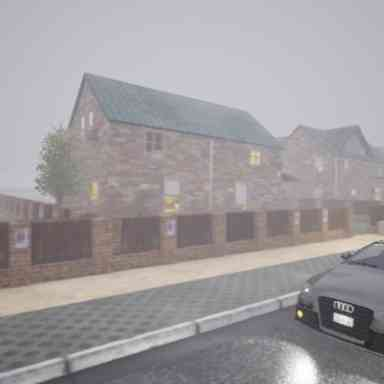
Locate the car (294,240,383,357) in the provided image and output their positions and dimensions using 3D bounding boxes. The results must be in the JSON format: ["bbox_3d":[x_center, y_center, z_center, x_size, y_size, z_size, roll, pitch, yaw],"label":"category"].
[{"bbox_3d":[3.687,1.565,5.703,4.181,1.385,1.994,0,0,-36],"label":"car"}]
